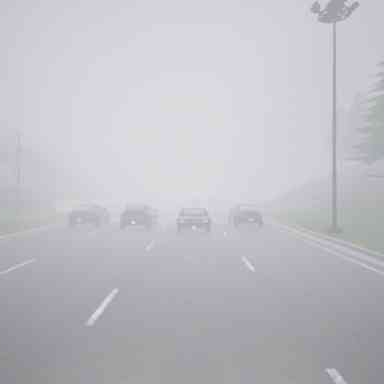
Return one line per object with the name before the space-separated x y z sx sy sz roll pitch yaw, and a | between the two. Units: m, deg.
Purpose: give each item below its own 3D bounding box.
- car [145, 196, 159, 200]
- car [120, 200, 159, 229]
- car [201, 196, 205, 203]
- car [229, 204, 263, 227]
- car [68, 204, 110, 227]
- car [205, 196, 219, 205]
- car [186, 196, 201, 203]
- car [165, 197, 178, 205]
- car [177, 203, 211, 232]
car | -6.945 1.474 57.768 1.837 1.490 4.892 0 0 2
car | -3.390 1.493 21.608 1.837 1.490 4.892 0 0 0
car | 1.387 1.526 66.982 2.033 1.411 5.357 0 0 17
car | 3.597 1.514 22.620 1.812 1.442 4.674 0 0 0
car | -6.903 1.514 22.624 1.812 1.442 4.674 0 0 0
car | 3.537 1.448 56.683 1.882 1.535 5.008 0 0 2
car | 0.037 1.462 56.685 2.128 1.511 4.902 0 0 2
car | -3.443 1.570 57.890 1.895 1.301 4.718 0 0 2
car | 0.109 1.590 20.044 1.895 1.301 4.718 0 0 0
